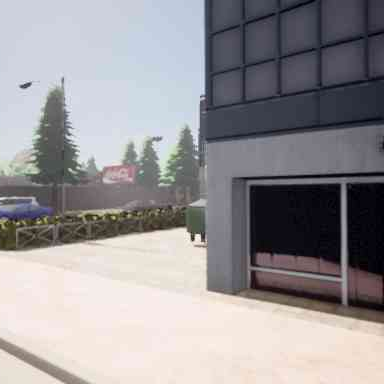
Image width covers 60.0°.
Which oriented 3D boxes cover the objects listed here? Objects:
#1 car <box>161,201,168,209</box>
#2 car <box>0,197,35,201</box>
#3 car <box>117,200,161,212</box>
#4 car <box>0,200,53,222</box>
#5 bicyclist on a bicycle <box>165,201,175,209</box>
[{"bbox_3d":[-5.140,1.803,43.841,2.033,1.411,5.357,-1,0,36],"label":"car"},{"bbox_3d":[-16.120,1.479,28.737,2.150,2.045,5.566,-1,0,36],"label":"car"},{"bbox_3d":[-6.019,1.728,36.689,1.837,1.490,4.892,-1,1,36],"label":"car"},{"bbox_3d":[-13.571,1.705,26.283,1.882,1.535,5.008,-1,0,36],"label":"car"},{"bbox_3d":[-1.589,1.428,23.259,1.656,1.620,0.582,-1,-1,36],"label":"bicyclist on a bicycle"}]
